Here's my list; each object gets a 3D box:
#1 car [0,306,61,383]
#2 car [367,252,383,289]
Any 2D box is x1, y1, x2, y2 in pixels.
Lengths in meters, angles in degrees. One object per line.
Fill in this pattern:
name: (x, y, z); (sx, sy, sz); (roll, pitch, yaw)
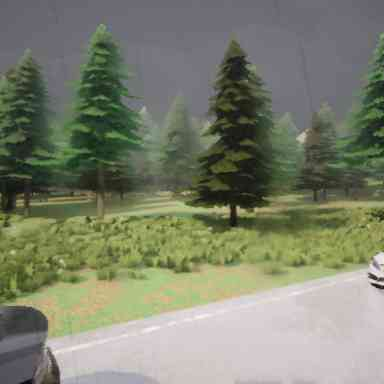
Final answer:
car: (-3.295, 1.478, 1.699); (4.892, 1.490, 1.837); (1, 0, -35)
car: (6.314, 1.651, 8.318); (4.674, 1.442, 1.812); (1, 0, -34)
